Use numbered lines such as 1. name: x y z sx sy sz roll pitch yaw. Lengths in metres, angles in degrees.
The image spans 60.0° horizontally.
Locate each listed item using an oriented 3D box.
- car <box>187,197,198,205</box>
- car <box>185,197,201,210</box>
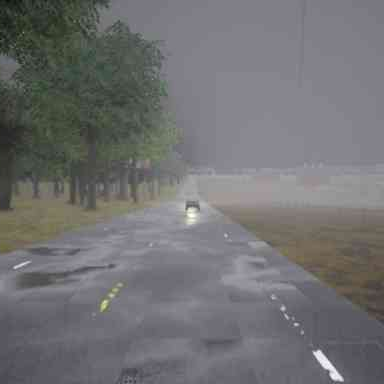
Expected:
1. car: 0.089 1.719 63.338 2.128 1.511 4.902 0 0 0
2. car: 0.095 1.628 44.518 1.837 1.490 4.892 0 0 0
